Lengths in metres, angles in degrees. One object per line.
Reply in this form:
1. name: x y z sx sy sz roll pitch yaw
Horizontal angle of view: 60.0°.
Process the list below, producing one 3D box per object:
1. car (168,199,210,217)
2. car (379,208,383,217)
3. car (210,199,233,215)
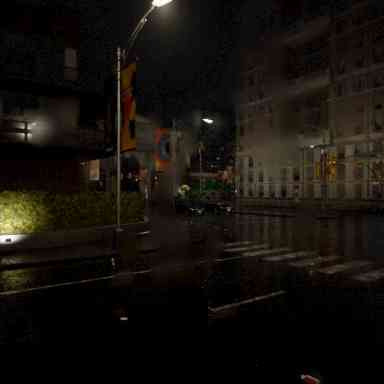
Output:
1. car: -0.621 1.526 32.112 1.812 1.442 4.674 0 0 -35
2. car: 17.614 1.505 26.549 1.837 1.490 4.892 0 0 -35
3. car: 2.170 1.491 34.229 2.128 1.511 4.902 0 0 -35
